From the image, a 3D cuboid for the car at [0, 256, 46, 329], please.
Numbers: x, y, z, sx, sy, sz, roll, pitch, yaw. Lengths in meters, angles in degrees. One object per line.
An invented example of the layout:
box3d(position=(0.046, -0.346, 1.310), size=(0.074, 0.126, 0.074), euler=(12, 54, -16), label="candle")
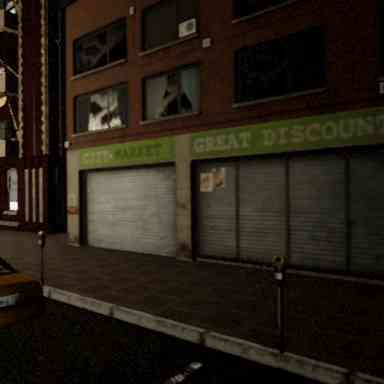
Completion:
box3d(position=(-4.657, 1.595, 6.202), size=(4.829, 1.417, 1.752), euler=(-1, -1, 36), label="car")
